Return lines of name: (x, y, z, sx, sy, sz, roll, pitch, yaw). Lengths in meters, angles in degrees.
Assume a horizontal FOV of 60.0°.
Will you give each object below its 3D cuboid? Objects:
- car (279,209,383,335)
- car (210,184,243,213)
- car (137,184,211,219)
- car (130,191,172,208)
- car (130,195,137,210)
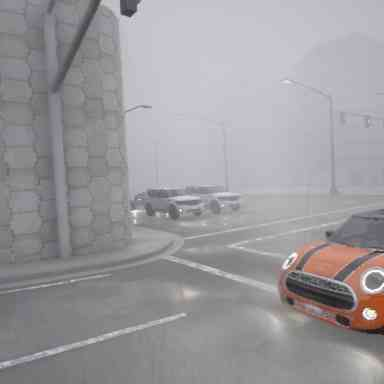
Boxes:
car: (3.834, 1.167, 6.466, 4.553, 1.767, 2.097, -4, 2, -31)
car: (1.394, 0.427, 25.649, 2.150, 2.045, 5.566, -5, 3, -35)
car: (-1.452, 0.662, 23.624, 2.150, 2.045, 5.566, -5, 3, -35)
car: (-4.223, 0.694, 33.624, 2.128, 1.511, 4.902, -5, 3, -35)
car: (-6.873, 1.002, 31.325, 1.994, 1.385, 4.181, -5, 3, -35)
